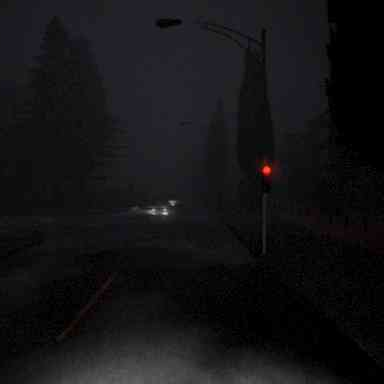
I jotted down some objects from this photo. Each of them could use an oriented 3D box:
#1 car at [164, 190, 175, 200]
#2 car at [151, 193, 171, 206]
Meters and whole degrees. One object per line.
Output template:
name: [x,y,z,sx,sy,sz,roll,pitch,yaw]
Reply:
car: [-4.007,0.822,58.980,1.895,1.301,4.718,0,1,1]
car: [-4.087,1.037,42.598,1.895,1.301,4.718,0,1,0]
